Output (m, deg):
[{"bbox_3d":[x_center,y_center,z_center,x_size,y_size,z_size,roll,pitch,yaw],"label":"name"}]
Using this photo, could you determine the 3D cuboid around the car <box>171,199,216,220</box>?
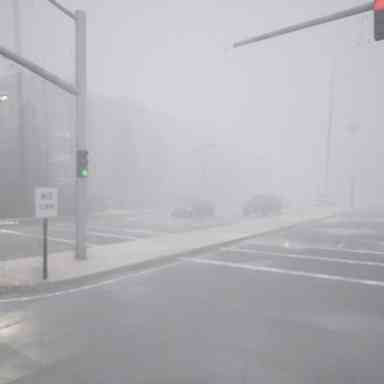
[{"bbox_3d":[0.179,1.388,28.621,2.097,1.767,4.553,0,0,35],"label":"car"}]

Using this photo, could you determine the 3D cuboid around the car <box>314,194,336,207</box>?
[{"bbox_3d":[20.848,1.254,51.875,2.150,2.045,5.566,0,0,35],"label":"car"}]

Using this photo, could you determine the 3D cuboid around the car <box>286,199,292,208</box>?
[{"bbox_3d":[12.313,1.600,45.914,1.994,1.385,4.181,0,0,35],"label":"car"}]

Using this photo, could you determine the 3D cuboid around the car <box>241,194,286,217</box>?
[{"bbox_3d":[6.776,1.249,31.941,2.150,2.045,5.566,0,0,35],"label":"car"}]
